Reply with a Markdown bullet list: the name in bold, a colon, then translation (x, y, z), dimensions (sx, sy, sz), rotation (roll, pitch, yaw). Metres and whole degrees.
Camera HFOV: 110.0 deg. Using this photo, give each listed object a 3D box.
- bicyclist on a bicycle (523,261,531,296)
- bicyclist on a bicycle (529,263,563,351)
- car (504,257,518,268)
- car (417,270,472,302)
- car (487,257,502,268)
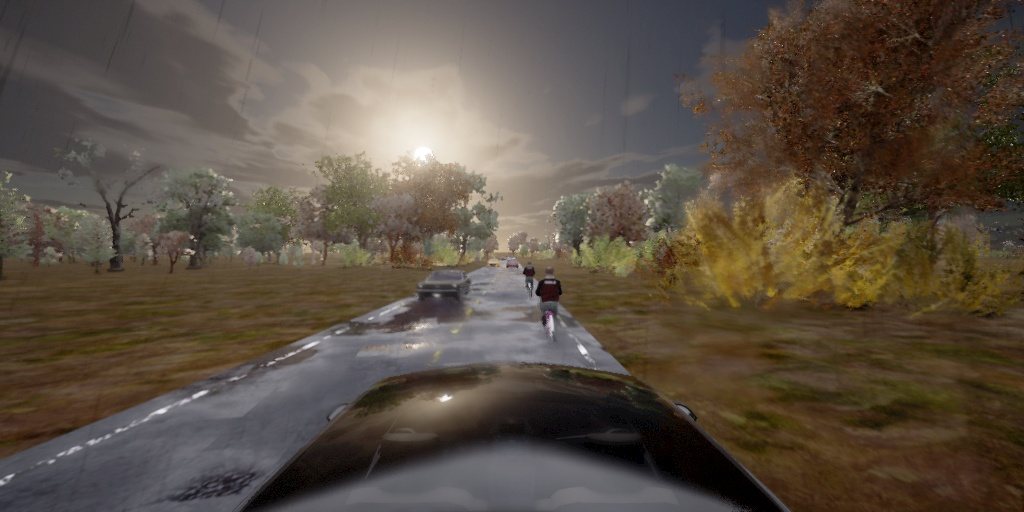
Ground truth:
- **bicyclist on a bicycle**: translation (0.824, 1.117, 17.101), dimensions (0.659, 1.776, 1.843), rotation (0, 0, 0)
- **bicyclist on a bicycle**: translation (0.826, 1.120, 8.102), dimensions (0.659, 1.776, 1.843), rotation (0, 0, 0)
- **car**: translation (0.089, 1.269, 61.191), dimensions (1.994, 1.385, 4.181), rotation (0, 0, 0)
- **car**: translation (-3.104, 1.347, 17.174), dimensions (1.895, 1.301, 4.718), rotation (0, 0, 0)
- **car**: translation (-3.071, 1.184, 59.631), dimensions (1.882, 1.535, 5.008), rotation (0, 0, 0)
